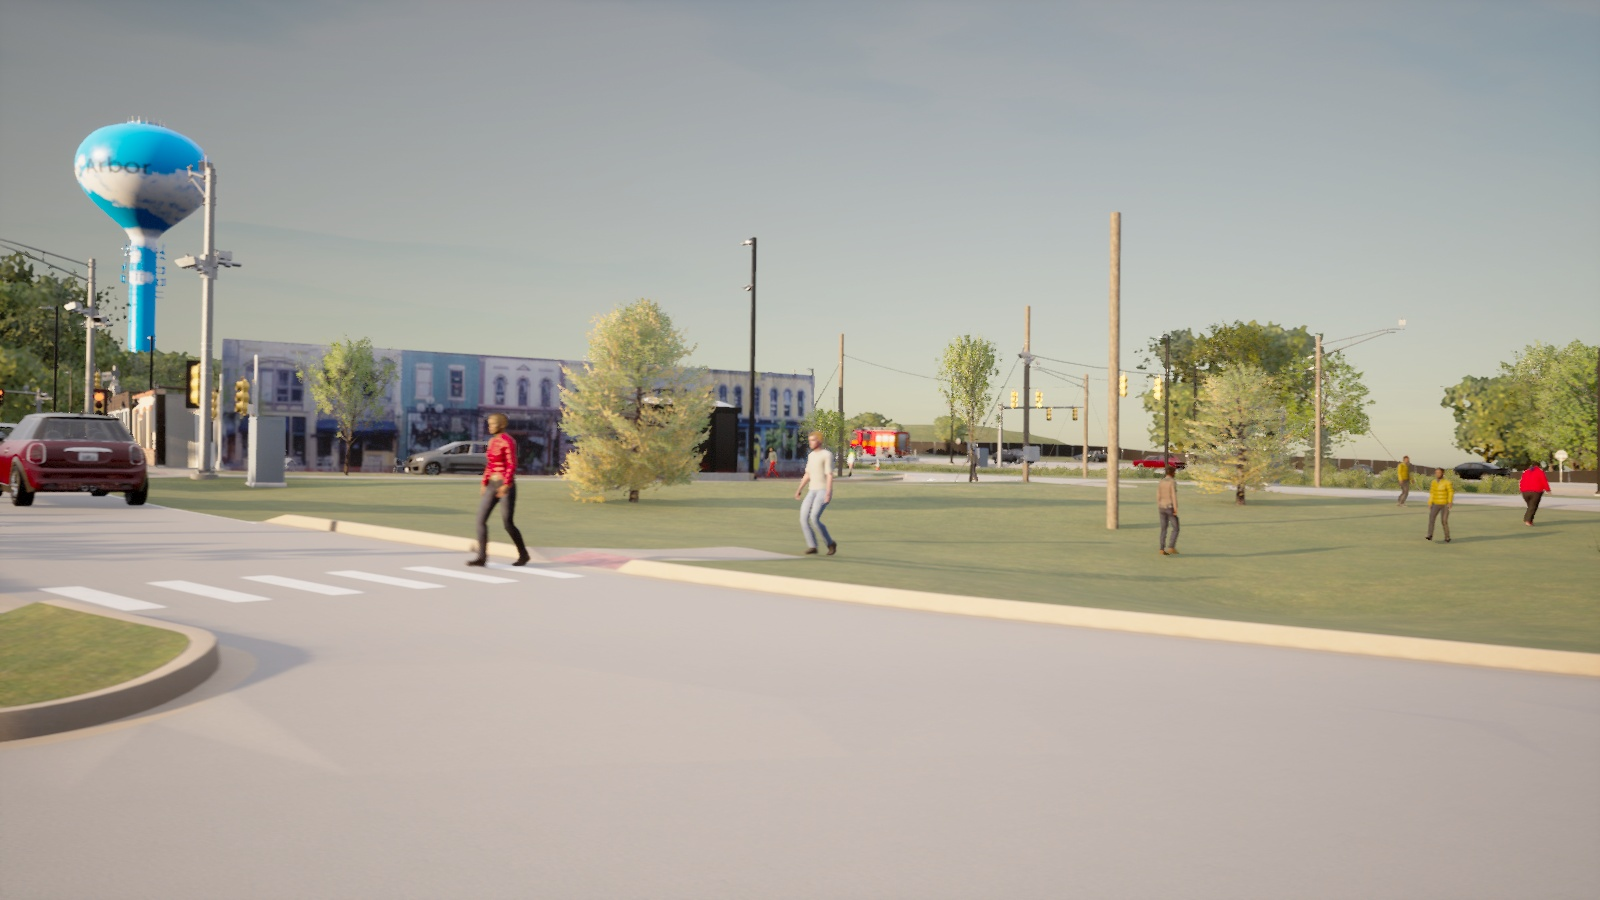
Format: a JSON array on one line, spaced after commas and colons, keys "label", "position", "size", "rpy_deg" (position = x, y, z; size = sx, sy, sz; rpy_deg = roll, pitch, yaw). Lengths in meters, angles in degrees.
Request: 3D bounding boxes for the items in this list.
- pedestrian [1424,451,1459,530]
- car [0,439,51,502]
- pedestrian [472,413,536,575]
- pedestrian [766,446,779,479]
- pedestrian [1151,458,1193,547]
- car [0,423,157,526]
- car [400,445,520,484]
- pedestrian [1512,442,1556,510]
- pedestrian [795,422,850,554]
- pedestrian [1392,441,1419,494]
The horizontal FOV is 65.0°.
[{"label": "pedestrian", "position": [15.238, 0.957, 29.849], "size": [0.709, 1.840, 0.431], "rpy_deg": [0, -1, -35]}, {"label": "car", "position": [-20.069, 0.497, 31.407], "size": [1.816, 1.474, 4.193], "rpy_deg": [0, 0, -37]}, {"label": "pedestrian", "position": [-3.443, 0.502, 14.605], "size": [0.331, 1.846, 0.636], "rpy_deg": [-1, -1, 43]}, {"label": "pedestrian", "position": [-1.529, 0.683, 69.653], "size": [0.614, 1.847, 0.353], "rpy_deg": [0, -1, -32]}, {"label": "pedestrian", "position": [7.614, 1.063, 25.704], "size": [0.869, 1.805, 0.328], "rpy_deg": [0, -1, -33]}, {"label": "car", "position": [-14.022, 0.387, 23.947], "size": [2.097, 1.767, 4.553], "rpy_deg": [0, 1, -41]}, {"label": "car", "position": [-14.919, 0.659, 55.134], "size": [4.611, 1.667, 2.242], "rpy_deg": [1, -1, -33]}, {"label": "pedestrian", "position": [20.235, 0.722, 34.606], "size": [0.899, 1.844, 0.634], "rpy_deg": [0, -1, -28]}, {"label": "pedestrian", "position": [0.324, 0.537, 17.921], "size": [0.706, 1.836, 0.354], "rpy_deg": [0, -1, -40]}, {"label": "pedestrian", "position": [21.369, 0.622, 44.322], "size": [0.431, 1.840, 0.709], "rpy_deg": [0, -1, -28]}]
